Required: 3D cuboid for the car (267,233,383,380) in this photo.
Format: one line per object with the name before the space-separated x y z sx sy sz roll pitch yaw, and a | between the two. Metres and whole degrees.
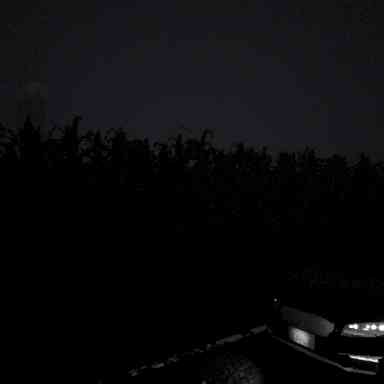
car | 3.308 1.483 5.434 4.902 1.511 2.128 0 0 -36
